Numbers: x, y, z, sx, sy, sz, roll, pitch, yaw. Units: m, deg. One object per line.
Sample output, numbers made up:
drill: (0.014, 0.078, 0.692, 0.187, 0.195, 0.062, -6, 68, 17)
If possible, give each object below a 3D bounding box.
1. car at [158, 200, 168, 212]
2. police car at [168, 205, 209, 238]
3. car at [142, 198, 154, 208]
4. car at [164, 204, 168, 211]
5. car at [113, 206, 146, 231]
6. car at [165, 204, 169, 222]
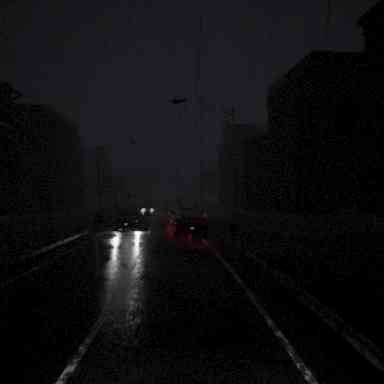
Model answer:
car: (-4.575, 2.531, 55.054, 1.837, 1.490, 4.892, 0, 0, -6)
police car: (-0.222, 1.766, 19.932, 1.930, 1.638, 5.238, 0, -2, -5)
car: (-8.648, 2.204, 65.704, 2.097, 1.767, 4.553, 0, 1, -5)
car: (-1.774, 2.389, 35.767, 1.812, 1.442, 4.674, 0, -1, -6)
car: (-4.740, 2.050, 25.052, 1.837, 1.490, 4.892, 0, -2, -6)
car: (-1.206, 2.151, 29.985, 1.801, 1.575, 5.366, 0, -2, -6)
